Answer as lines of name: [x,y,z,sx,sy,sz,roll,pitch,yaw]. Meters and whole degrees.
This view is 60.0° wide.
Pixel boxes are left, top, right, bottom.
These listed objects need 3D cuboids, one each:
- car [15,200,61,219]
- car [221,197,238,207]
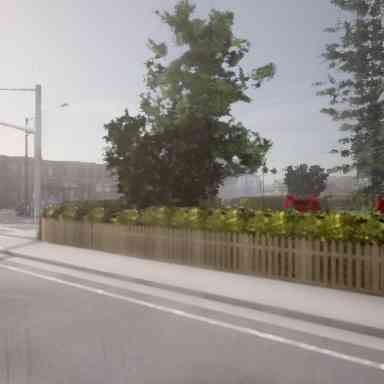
car: [-13.045,1.470,29.669,1.882,1.535,5.008,0,0,35]
car: [6.240,1.497,50.547,1.837,1.490,4.892,0,0,36]
